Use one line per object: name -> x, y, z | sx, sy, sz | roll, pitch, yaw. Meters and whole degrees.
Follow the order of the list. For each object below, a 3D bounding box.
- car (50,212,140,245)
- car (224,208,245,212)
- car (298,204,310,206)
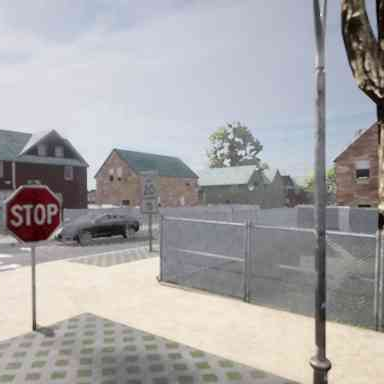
car -> -4.914, 1.804, 17.464 | 2.128, 1.511, 4.902 | -2, -3, 36
car -> 3.703, 2.188, 29.576 | 1.812, 1.442, 4.674 | -2, -3, 35
car -> 15.402, 2.486, 45.904 | 2.097, 1.767, 4.553 | -2, -3, 35
